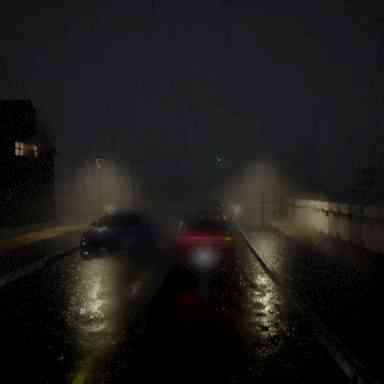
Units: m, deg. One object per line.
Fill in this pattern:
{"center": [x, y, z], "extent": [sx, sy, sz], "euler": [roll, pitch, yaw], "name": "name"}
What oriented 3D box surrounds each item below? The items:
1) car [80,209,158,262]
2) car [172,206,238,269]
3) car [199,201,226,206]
{"center": [-2.444, 1.419, 12.182], "extent": [1.882, 1.535, 5.008], "euler": [0, 0, 3], "name": "car"}
{"center": [0.438, 1.447, 10.998], "extent": [2.128, 1.511, 4.902], "euler": [0, 0, 3], "name": "car"}
{"center": [1.501, 1.388, 25.291], "extent": [1.882, 1.535, 5.008], "euler": [0, 0, 5], "name": "car"}
